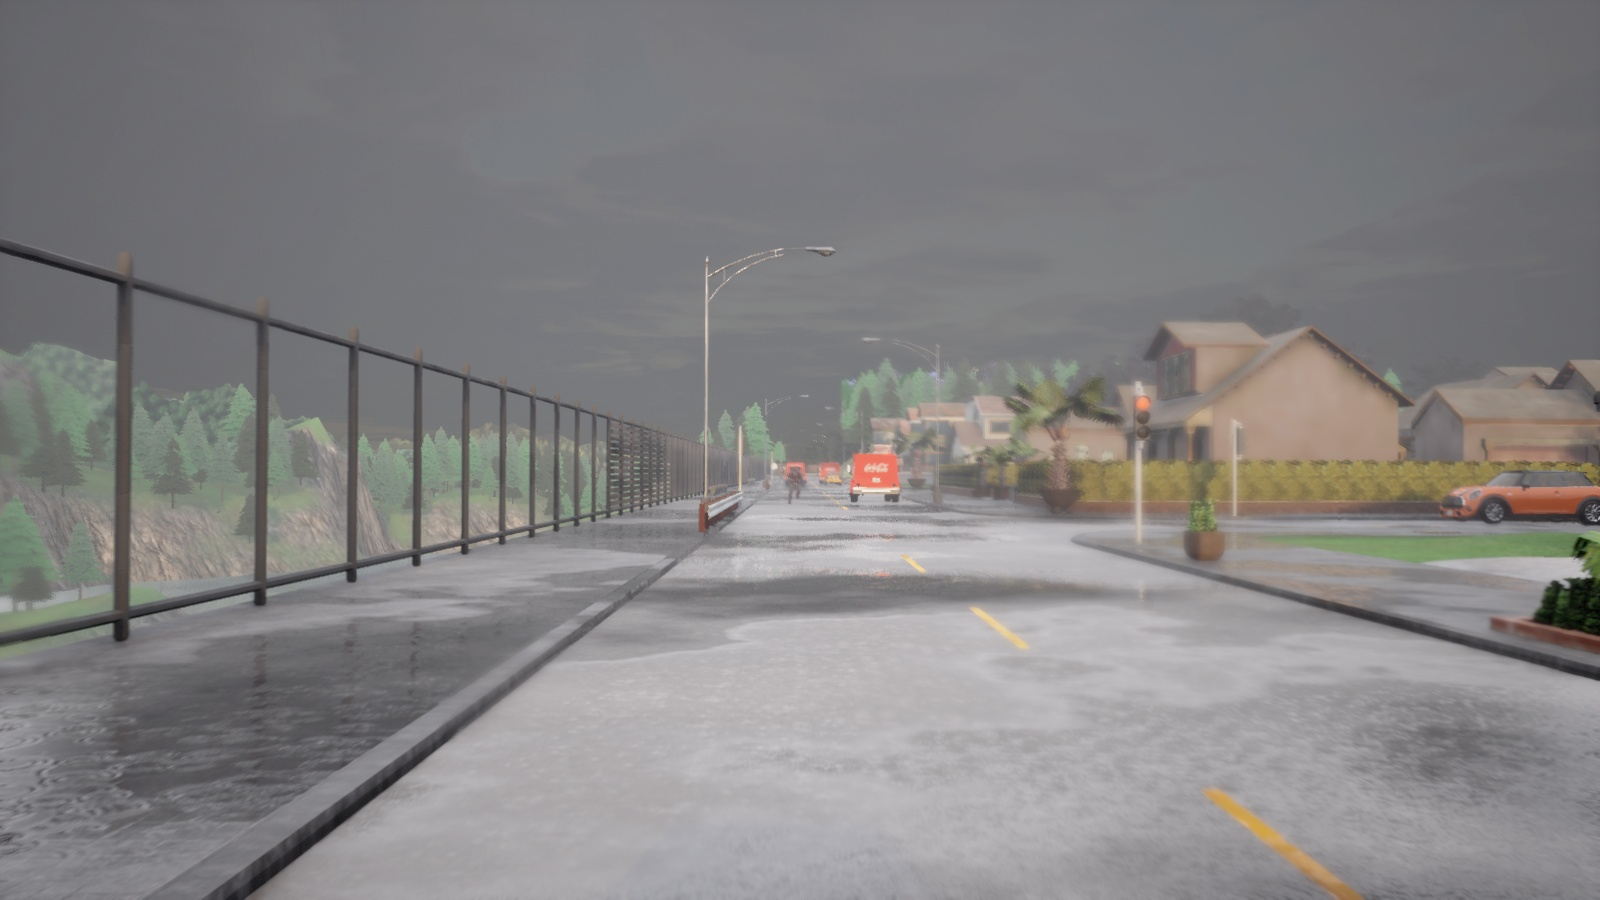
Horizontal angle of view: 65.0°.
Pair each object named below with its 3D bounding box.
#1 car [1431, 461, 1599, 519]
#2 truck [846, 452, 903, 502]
[{"bbox_3d":[22.611,1.242,39.405,4.553,1.767,2.097,0,-1,0],"label":"car"},{"bbox_3d":[3.810,1.402,65.147,2.627,2.467,5.204,0,-1,0],"label":"truck"}]
